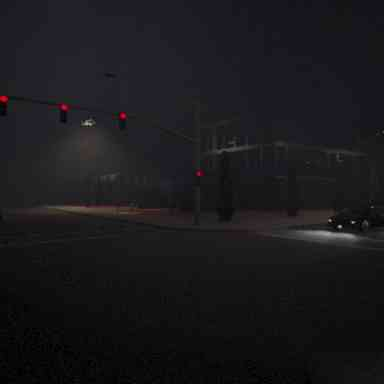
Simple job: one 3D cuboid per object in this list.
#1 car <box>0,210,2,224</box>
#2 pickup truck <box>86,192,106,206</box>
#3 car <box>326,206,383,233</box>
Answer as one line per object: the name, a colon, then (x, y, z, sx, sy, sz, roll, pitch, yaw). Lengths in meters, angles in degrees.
car: (-14.920, 1.353, 23.633, 2.097, 1.767, 4.553, 0, 0, -36)
pickup truck: (-14.559, 1.051, 51.219, 2.390, 2.098, 6.274, 0, 0, -6)
car: (10.371, 1.534, 19.974, 5.357, 1.411, 2.033, 0, 0, -35)
